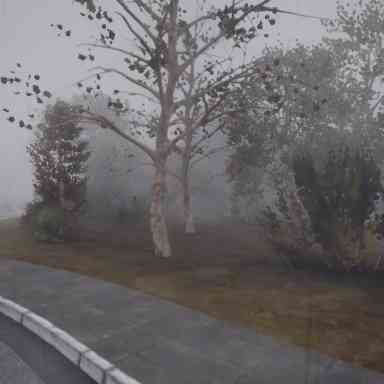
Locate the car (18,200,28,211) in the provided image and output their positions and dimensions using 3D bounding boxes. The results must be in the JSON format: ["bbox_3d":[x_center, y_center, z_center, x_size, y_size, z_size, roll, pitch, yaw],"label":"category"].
[{"bbox_3d":[-31.127,2.458,63.310,2.150,2.045,5.566,0,-2,-7],"label":"car"}]

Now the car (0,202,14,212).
[{"bbox_3d":[-29.857,2.342,52.347,2.128,1.511,4.902,0,-2,-6],"label":"car"}]
